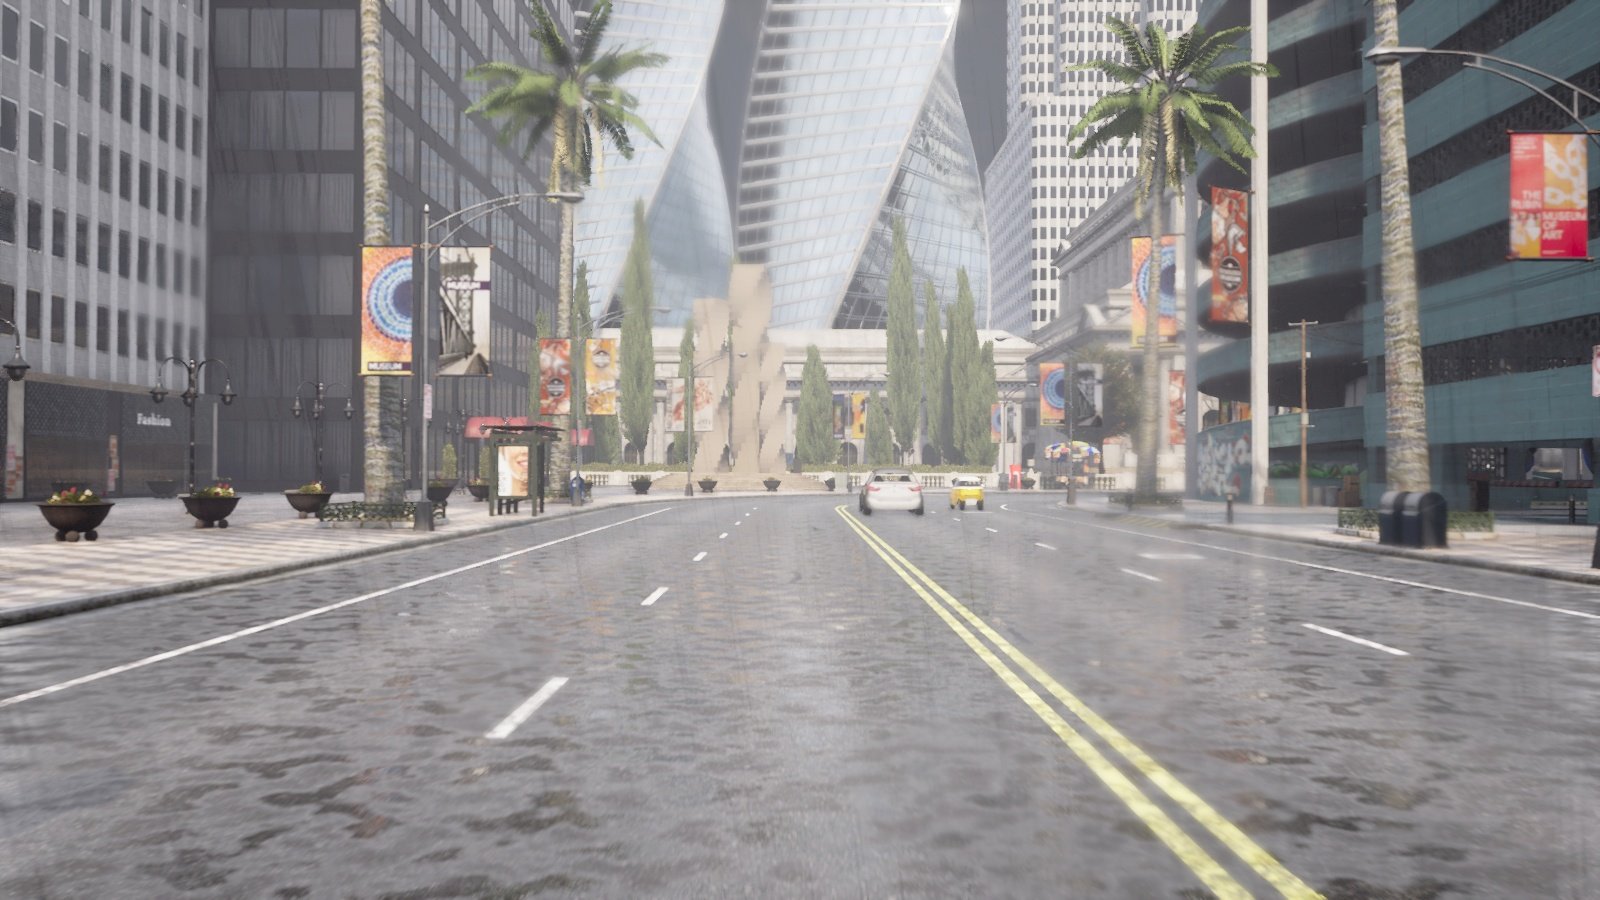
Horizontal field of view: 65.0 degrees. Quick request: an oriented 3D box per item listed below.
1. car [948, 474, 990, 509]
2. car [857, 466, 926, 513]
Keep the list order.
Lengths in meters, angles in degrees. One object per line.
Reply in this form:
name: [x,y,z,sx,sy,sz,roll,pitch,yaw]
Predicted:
car: [6.964,1.711,51.952,1.481,1.376,2.207,0,-1,2]
car: [3.389,1.434,47.134,2.242,1.667,4.611,0,-1,0]
